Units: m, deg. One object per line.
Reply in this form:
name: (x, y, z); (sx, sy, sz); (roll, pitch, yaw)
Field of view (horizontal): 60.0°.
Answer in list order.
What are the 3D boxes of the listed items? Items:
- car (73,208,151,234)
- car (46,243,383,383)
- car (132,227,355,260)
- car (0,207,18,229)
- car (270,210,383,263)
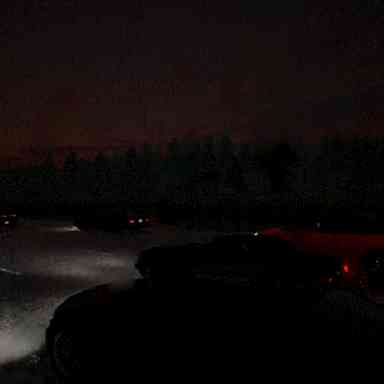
car: (-4.982, 1.719, 20.443); (5.357, 1.411, 2.033); (-1, 0, 35)
car: (0.275, 1.546, 3.797); (4.674, 1.442, 1.812); (-1, 0, 35)
car: (0.915, 1.640, 7.640); (4.718, 1.301, 1.895); (-1, 0, 35)
car: (-13.590, 1.751, 22.282); (4.902, 1.511, 2.128); (-1, 0, 35)
car: (3.872, 1.378, 9.828); (4.553, 1.767, 2.097); (-1, 0, 35)
